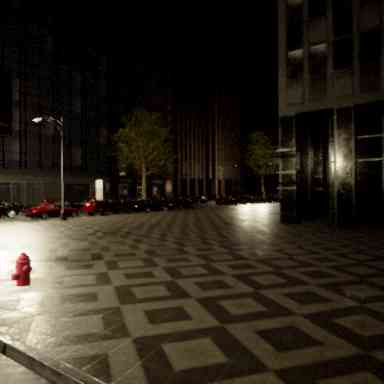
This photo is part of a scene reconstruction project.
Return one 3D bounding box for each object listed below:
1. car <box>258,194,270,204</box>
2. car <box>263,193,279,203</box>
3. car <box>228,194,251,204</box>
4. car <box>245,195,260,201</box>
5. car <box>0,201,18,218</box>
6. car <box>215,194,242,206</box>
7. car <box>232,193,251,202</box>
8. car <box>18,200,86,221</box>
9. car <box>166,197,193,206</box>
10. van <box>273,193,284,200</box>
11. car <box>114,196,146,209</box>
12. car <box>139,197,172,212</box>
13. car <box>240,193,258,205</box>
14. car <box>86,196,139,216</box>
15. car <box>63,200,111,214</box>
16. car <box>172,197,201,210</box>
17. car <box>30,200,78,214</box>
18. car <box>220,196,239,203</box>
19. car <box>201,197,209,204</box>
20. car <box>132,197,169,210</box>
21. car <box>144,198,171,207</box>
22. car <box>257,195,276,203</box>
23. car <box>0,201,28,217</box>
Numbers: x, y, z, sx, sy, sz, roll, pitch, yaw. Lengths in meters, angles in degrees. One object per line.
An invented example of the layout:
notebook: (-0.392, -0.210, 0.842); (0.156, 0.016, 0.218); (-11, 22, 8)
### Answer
car: (11.526, 1.412, 58.634); (1.947, 1.339, 4.313); (-1, 0, 35)
car: (14.727, 1.152, 63.276); (2.192, 1.841, 5.009); (-1, 0, 35)
car: (8.396, 1.227, 58.642); (2.097, 1.767, 4.553); (-1, 0, 35)
car: (14.124, 1.469, 77.408); (1.947, 1.339, 4.313); (-1, 0, 35)
car: (-16.832, 1.514, 27.698); (1.837, 1.490, 4.892); (-1, 0, 35)
car: (5.121, 1.411, 49.352); (1.887, 1.381, 4.507); (-1, 0, 35)
car: (10.918, 1.228, 72.766); (2.192, 1.841, 5.009); (-1, 0, 35)
car: (-10.890, 1.527, 26.146); (1.802, 1.307, 4.206); (0, 0, 35)
car: (-1.989, 1.477, 54.058); (1.752, 1.417, 4.829); (-1, 0, 35)
van: (23.729, 1.237, 91.334); (1.690, 1.788, 3.998); (-1, 0, 35)
car: (-8.299, 1.418, 44.915); (1.967, 1.590, 4.097); (0, 0, 35)
car: (-4.486, 1.474, 35.429); (1.947, 1.339, 4.313); (-1, 0, 35)
car: (8.322, 1.171, 53.994); (2.192, 1.841, 5.009); (-1, 0, 35)
car: (-7.689, 1.240, 30.789); (2.192, 1.841, 5.009); (0, 0, 35)
car: (-11.210, 1.577, 35.848); (1.895, 1.301, 4.718); (-1, 0, 35)
car: (-1.284, 1.458, 40.069); (1.947, 1.339, 4.313); (-1, 0, 35)
car: (-14.702, 1.576, 35.632); (1.947, 1.339, 4.313); (0, 0, 35)
car: (7.717, 1.467, 68.124); (1.887, 1.381, 4.507); (-1, 0, 35)
car: (1.311, 1.507, 58.841); (1.947, 1.339, 4.313); (-1, 0, 35)
car: (-5.476, 1.439, 44.134); (2.128, 1.511, 4.902); (-1, 0, 35)
car: (-5.094, 1.546, 49.557); (1.802, 1.307, 4.206); (-1, 0, 35)
car: (15.473, 1.380, 69.051); (2.128, 1.511, 4.902); (-1, 0, 35)
car: (-17.906, 1.596, 30.989); (1.947, 1.339, 4.313); (0, 0, 35)
